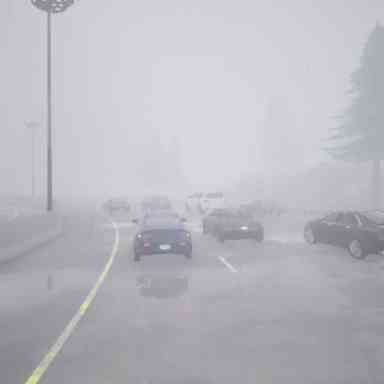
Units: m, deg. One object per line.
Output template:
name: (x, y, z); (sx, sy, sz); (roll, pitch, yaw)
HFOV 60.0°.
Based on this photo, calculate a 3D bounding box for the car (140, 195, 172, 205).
car: (-3.572, 1.055, 32.270); (2.097, 1.767, 4.553); (0, 1, -23)

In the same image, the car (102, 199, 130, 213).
car: (-7.570, 1.301, 32.837); (1.895, 1.301, 4.718); (0, 1, -25)

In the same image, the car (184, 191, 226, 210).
car: (1.099, 0.939, 30.254); (2.150, 2.045, 5.566); (0, 1, -21)

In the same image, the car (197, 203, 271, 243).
car: (1.753, 1.418, 15.460); (1.994, 1.385, 4.181); (0, 1, -10)

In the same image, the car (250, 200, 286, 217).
car: (5.705, 1.338, 27.753); (1.895, 1.301, 4.718); (0, 1, -18)

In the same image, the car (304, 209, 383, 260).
car: (5.874, 1.387, 12.086); (1.837, 1.490, 4.892); (0, 0, -9)

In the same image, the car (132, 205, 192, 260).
car: (-1.145, 1.415, 11.930); (1.812, 1.442, 4.674); (0, 1, -9)
